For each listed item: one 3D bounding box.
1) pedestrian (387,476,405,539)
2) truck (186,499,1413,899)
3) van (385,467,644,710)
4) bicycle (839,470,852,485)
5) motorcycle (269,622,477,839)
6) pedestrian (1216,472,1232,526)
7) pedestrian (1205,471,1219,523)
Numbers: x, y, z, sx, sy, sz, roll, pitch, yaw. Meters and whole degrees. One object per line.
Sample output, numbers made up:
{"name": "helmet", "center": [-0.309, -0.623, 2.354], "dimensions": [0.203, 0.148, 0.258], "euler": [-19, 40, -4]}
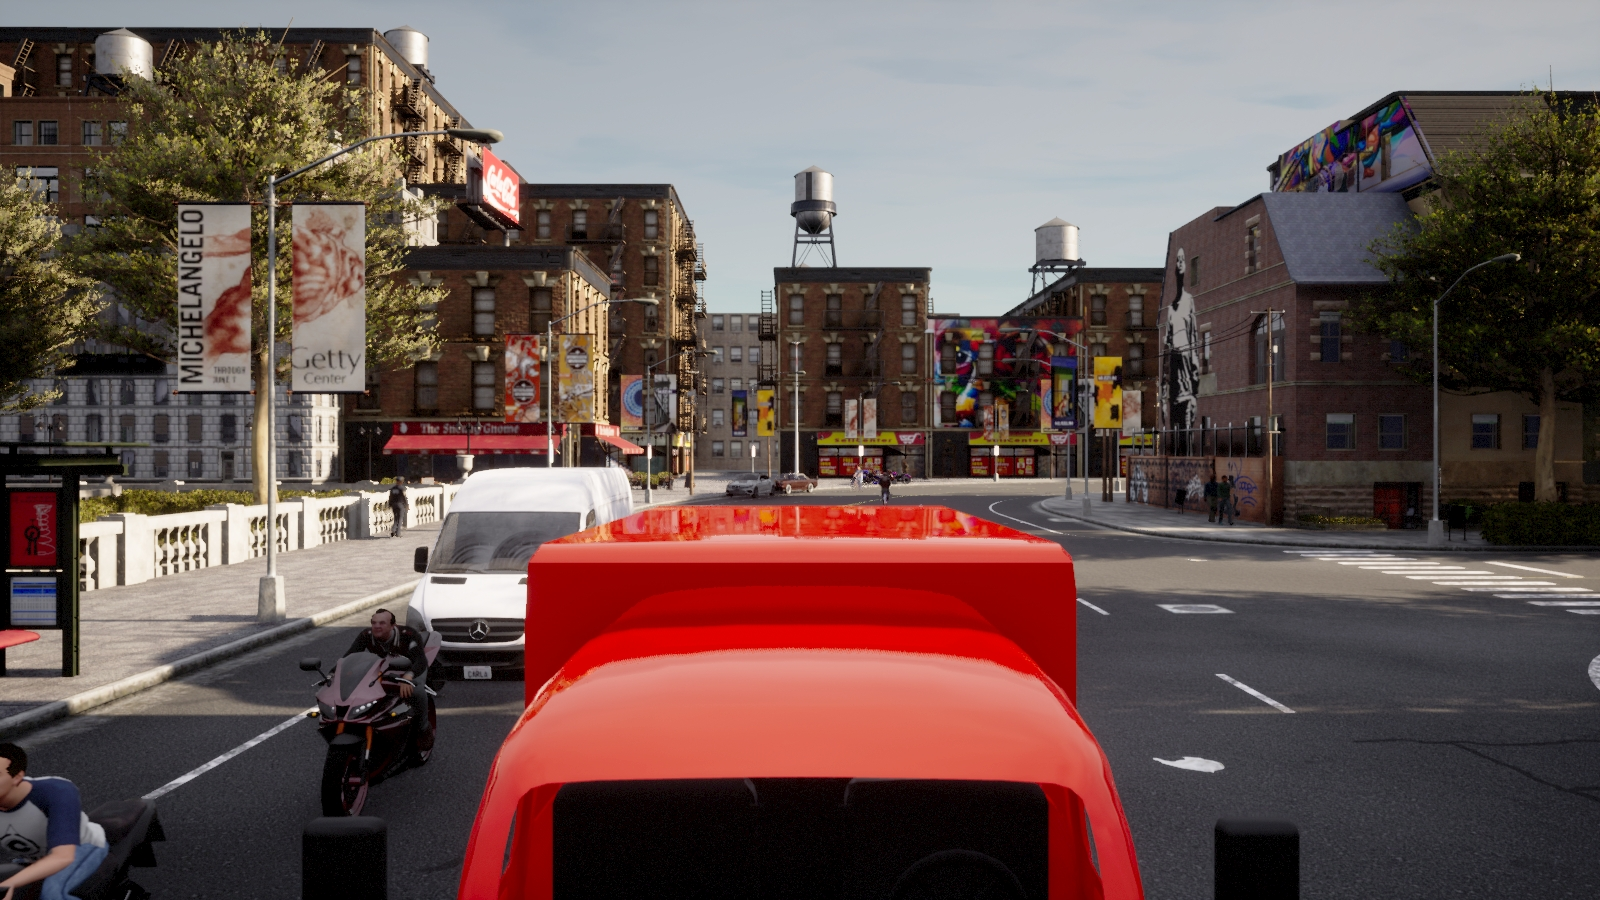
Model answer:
{"name": "pedestrian", "center": [-12.108, 1.708, 34.264], "dimensions": [0.375, 1.860, 0.375], "euler": [0, 0, 13]}
{"name": "truck", "center": [-0.001, 1.567, 5.052], "dimensions": [2.627, 2.467, 5.204], "euler": [0, 0, 0]}
{"name": "van", "center": [-3.490, 1.541, 15.316], "dimensions": [1.988, 2.561, 5.915], "euler": [0, 0, 0]}
{"name": "bicycle", "center": [3.674, 2.238, 92.323], "dimensions": [0.373, 1.196, 1.643], "euler": [1, 1, 30]}
{"name": "motorcycle", "center": [-3.423, 2.209, 9.434], "dimensions": [0.867, 1.251, 2.209], "euler": [0, 0, 1]}
{"name": "pedestrian", "center": [14.723, 1.710, 39.678], "dimensions": [0.375, 1.860, 0.375], "euler": [0, 0, -3]}
{"name": "pedestrian", "center": [14.976, 1.711, 41.547], "dimensions": [0.375, 1.860, 0.375], "euler": [0, 0, 4]}
